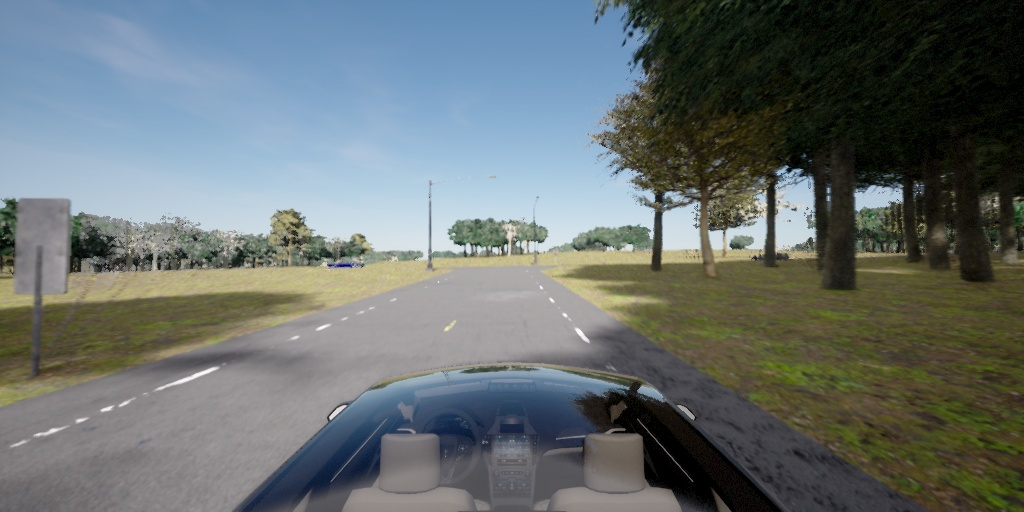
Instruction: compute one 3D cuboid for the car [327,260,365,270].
[{"bbox_3d":[-23.361,1.272,50.767,4.718,1.301,1.895,-1,-2,0],"label":"car"}]
